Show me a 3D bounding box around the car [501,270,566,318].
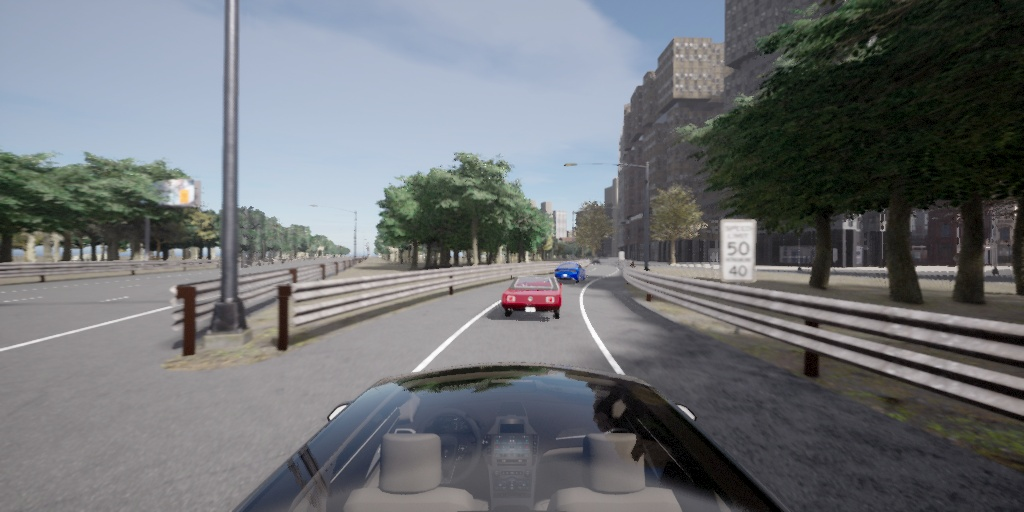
[{"bbox_3d":[0.906,1.363,13.238,1.895,1.301,4.718,0,0,8],"label":"car"}]

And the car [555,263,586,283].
[{"bbox_3d":[4.714,1.280,28.673,1.882,1.535,5.008,0,0,19],"label":"car"}]
